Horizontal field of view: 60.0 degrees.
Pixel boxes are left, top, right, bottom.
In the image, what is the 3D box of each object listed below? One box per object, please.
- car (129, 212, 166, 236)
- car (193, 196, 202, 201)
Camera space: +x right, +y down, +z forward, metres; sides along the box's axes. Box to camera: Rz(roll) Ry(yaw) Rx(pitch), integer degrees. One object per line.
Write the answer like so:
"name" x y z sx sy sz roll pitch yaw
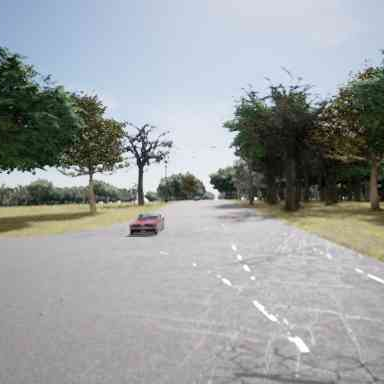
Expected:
"car" -2.991 2.073 22.867 1.895 1.301 4.718 -2 1 2
"car" 1.521 1.895 92.665 1.994 1.385 4.181 -1 -1 9
